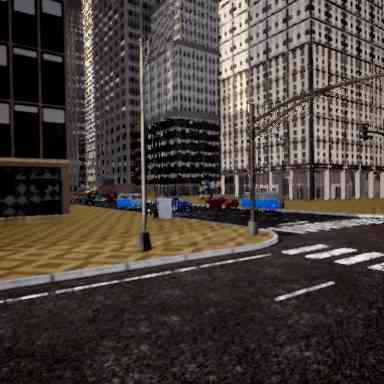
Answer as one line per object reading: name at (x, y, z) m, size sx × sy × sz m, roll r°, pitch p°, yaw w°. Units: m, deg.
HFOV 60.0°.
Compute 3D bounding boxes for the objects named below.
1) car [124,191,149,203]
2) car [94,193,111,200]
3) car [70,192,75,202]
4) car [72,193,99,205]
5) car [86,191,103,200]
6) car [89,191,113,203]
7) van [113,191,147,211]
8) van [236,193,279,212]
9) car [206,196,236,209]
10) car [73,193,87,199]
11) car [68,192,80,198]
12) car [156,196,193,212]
car at (-9.160, 0.790, 54.865) m, size 2.192 × 1.841 × 5.009 m, roll -1°, pitch 1°, yaw -34°
car at (-18.471, 0.956, 68.632) m, size 1.947 × 1.339 × 4.313 m, roll -1°, pitch 1°, yaw -34°
car at (-19.202, 1.153, 54.760) m, size 2.008 × 1.369 × 4.403 m, roll -1°, pitch 1°, yaw -34°
car at (-16.097, 1.196, 50.173) m, size 1.947 × 1.339 × 4.313 m, roll -1°, pitch 1°, yaw -34°
car at (-21.578, 0.677, 73.216) m, size 2.192 × 1.841 × 5.009 m, roll -1°, pitch 1°, yaw -34°
car at (-15.045, 1.063, 53.382) m, size 2.128 × 1.511 × 4.902 m, roll -1°, pitch 1°, yaw -34°
van at (-6.786, 1.054, 36.407) m, size 1.690 × 1.788 × 3.998 m, roll -1°, pitch 1°, yaw -34°
van at (6.454, 0.952, 31.995) m, size 1.690 × 1.788 × 3.998 m, roll -1°, pitch 1°, yaw -34°
car at (3.277, 1.130, 36.533) m, size 1.887 × 1.381 × 4.507 m, roll -1°, pitch 1°, yaw -34°
car at (-27.784, 0.855, 82.394) m, size 2.008 × 1.369 × 4.403 m, roll -1°, pitch 1°, yaw -34°
car at (-30.984, 0.801, 87.122) m, size 1.752 × 1.417 × 4.829 m, roll -1°, pitch 1°, yaw -34°
car at (-1.823, 1.168, 33.692) m, size 1.882 × 1.535 × 5.008 m, roll -1°, pitch 1°, yaw -34°
